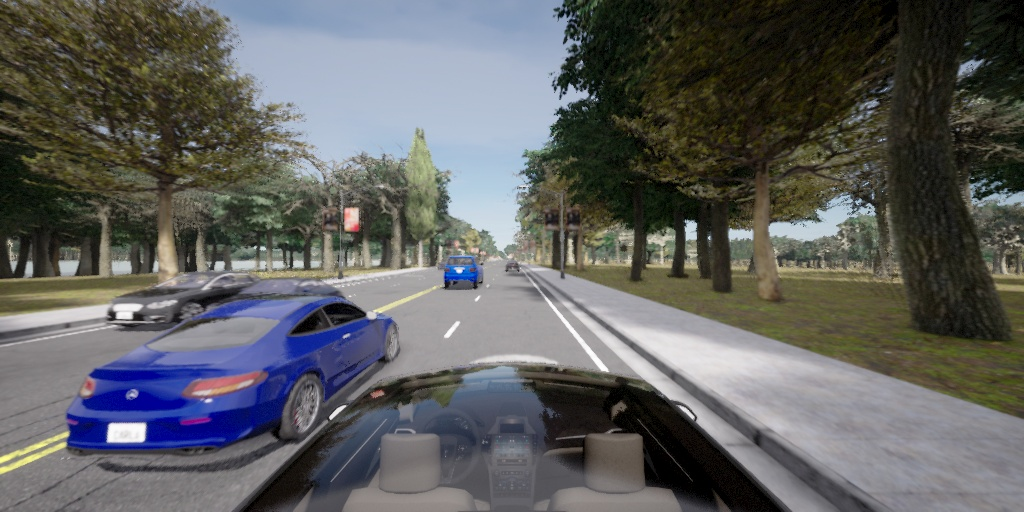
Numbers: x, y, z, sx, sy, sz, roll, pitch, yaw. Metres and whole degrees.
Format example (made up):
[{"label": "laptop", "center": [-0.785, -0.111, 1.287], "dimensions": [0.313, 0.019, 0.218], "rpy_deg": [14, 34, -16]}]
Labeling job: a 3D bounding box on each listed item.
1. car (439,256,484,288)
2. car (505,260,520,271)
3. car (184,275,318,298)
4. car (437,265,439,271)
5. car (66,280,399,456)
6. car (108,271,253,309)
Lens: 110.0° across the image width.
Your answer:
[{"label": "car", "center": [-3.163, 1.006, 24.185], "dimensions": [2.150, 2.045, 5.566], "rpy_deg": [0, 0, 0]}, {"label": "car", "center": [0.078, 1.376, 50.141], "dimensions": [1.837, 1.490, 4.892], "rpy_deg": [0, -1, 0]}, {"label": "car", "center": [-6.602, 1.325, 10.451], "dimensions": [1.994, 1.385, 4.181], "rpy_deg": [0, 0, 0]}, {"label": "car", "center": [-9.828, 1.455, 53.532], "dimensions": [1.994, 1.385, 4.181], "rpy_deg": [0, 0, 0]}, {"label": "car", "center": [-3.153, 1.280, 5.237], "dimensions": [1.812, 1.442, 4.674], "rpy_deg": [0, 0, 0]}, {"label": "car", "center": [-9.851, 1.256, 11.568], "dimensions": [2.128, 1.511, 4.902], "rpy_deg": [0, 0, 0]}]
